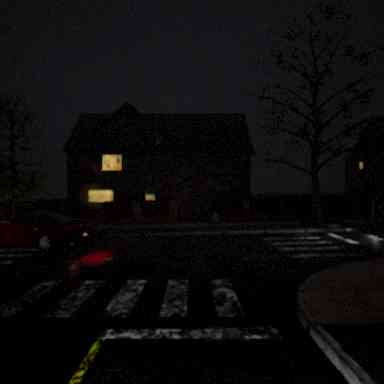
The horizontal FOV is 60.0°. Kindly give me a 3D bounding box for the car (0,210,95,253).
[{"bbox_3d":[-6.417,1.528,13.862,5.008,1.535,1.882,-1,0,24],"label":"car"}]
